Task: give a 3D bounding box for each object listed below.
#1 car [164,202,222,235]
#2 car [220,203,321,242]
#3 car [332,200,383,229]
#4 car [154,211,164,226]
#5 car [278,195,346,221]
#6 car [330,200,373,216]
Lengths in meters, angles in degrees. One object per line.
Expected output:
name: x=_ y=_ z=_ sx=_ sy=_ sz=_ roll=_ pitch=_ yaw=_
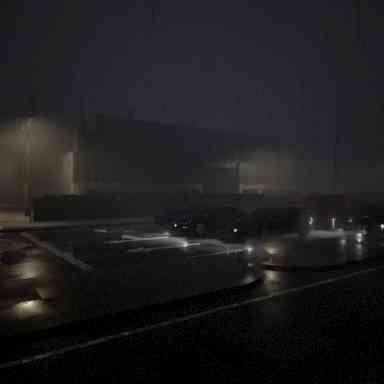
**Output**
car: x=1.137 y=1.505 z=18.758 sx=4.892 sy=1.490 sz=1.837 roll=0 pitch=0 yaw=-34
car: x=3.970 y=1.505 z=16.464 sx=4.892 sy=1.490 sz=1.837 roll=0 pitch=0 yaw=-34
car: x=11.714 y=1.492 z=21.747 sx=4.902 sy=1.511 sz=2.128 roll=0 pitch=0 yaw=-35
car: x=-0.141 y=1.478 z=22.123 sx=5.008 sy=1.535 sz=1.882 roll=0 pitch=0 yaw=-34
car: x=9.160 y=1.221 z=24.235 sx=5.566 sy=2.045 sz=2.150 roll=0 pitch=0 yaw=-35
car: x=16.032 y=1.526 z=33.257 sx=4.674 sy=1.442 sz=1.812 roll=0 pitch=0 yaw=-35
